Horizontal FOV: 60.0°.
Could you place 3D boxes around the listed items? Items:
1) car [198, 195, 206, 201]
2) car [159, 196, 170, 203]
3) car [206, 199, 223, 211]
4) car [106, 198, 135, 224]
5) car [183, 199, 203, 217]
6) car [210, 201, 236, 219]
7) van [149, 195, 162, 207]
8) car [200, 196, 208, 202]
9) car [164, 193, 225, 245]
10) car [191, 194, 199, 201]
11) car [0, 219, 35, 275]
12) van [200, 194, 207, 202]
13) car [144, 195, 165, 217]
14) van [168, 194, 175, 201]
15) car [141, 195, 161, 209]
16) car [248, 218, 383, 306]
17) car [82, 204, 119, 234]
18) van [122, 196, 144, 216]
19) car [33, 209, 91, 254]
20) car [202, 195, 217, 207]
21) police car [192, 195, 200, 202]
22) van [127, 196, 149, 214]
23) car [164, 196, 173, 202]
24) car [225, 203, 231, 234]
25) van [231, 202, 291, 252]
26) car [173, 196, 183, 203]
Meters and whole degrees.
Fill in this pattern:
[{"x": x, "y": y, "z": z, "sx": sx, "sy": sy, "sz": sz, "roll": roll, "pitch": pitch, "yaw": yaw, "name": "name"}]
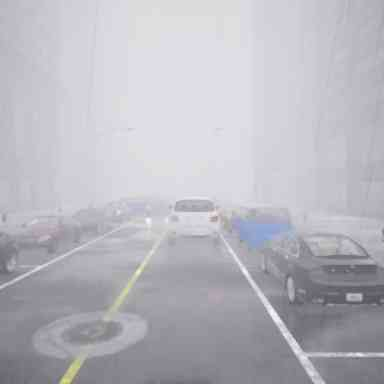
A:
[{"x": 2.746, "y": 1.545, "z": 92.378, "sx": 1.967, "sy": 1.590, "sz": 4.097, "roll": 0, "pitch": 0, "yaw": 0, "name": "car"}, {"x": -5.775, "y": 1.608, "z": 69.818, "sx": 1.887, "sy": 1.381, "sz": 4.507, "roll": 0, "pitch": 0, "yaw": 0, "name": "car"}, {"x": 2.754, "y": 1.571, "z": 41.651, "sx": 1.887, "sy": 1.381, "sz": 4.507, "roll": 0, "pitch": 0, "yaw": 0, "name": "car"}, {"x": -5.768, "y": 1.451, "z": 24.726, "sx": 1.967, "sy": 1.590, "sz": 4.097, "roll": 0, "pitch": 0, "yaw": 0, "name": "car"}, {"x": 0.093, "y": 1.522, "z": 32.216, "sx": 1.837, "sy": 1.490, "sz": 4.892, "roll": 0, "pitch": 0, "yaw": 0, "name": "car"}, {"x": 2.756, "y": 1.566, "z": 30.379, "sx": 2.008, "sy": 1.369, "sz": 4.403, "roll": 0, "pitch": 0, "yaw": 0, "name": "car"}, {"x": -5.773, "y": 1.380, "z": 52.908, "sx": 1.690, "sy": 1.788, "sz": 3.998, "roll": 0, "pitch": 0, "yaw": 0, "name": "van"}, {"x": 2.748, "y": 1.599, "z": 75.639, "sx": 1.752, "sy": 1.417, "sz": 4.829, "roll": 0, "pitch": 0, "yaw": 0, "name": "car"}, {"x": 0.095, "y": 1.226, "z": 15.636, "sx": 2.150, "sy": 2.045, "sz": 5.566, "roll": 0, "pitch": 0, "yaw": 0, "name": "car"}, {"x": 0.758, "y": 1.456, "z": 92.370, "sx": 2.097, "sy": 1.767, "sz": 4.553, "roll": 0, "pitch": 0, "yaw": -2, "name": "car"}, {"x": -5.765, "y": 1.567, "z": 7.815, "sx": 1.947, "sy": 1.339, "sz": 4.313, "roll": 0, "pitch": 0, "yaw": 0, "name": "car"}, {"x": 2.747, "y": 1.425, "z": 81.105, "sx": 1.690, "sy": 1.788, "sz": 3.998, "roll": 0, "pitch": 0, "yaw": 0, "name": "van"}, {"x": -3.102, "y": 1.368, "z": 31.527, "sx": 2.097, "sy": 1.767, "sz": 4.553, "roll": 0, "pitch": 0, "yaw": 0, "name": "car"}, {"x": -5.780, "y": 1.445, "z": 92.365, "sx": 1.690, "sy": 1.788, "sz": 3.998, "roll": 0, "pitch": 0, "yaw": 0, "name": "van"}, {"x": -5.772, "y": 1.347, "z": 47.271, "sx": 2.192, "sy": 1.841, "sz": 5.009, "roll": 0, "pitch": 0, "yaw": 0, "name": "car"}, {"x": 2.760, "y": 1.553, "z": 7.834, "sx": 2.008, "sy": 1.369, "sz": 4.403, "roll": 0, "pitch": 0, "yaw": 0, "name": "car"}, {"x": -5.767, "y": 1.573, "z": 19.089, "sx": 1.947, "sy": 1.339, "sz": 4.313, "roll": 0, "pitch": 0, "yaw": 0, "name": "car"}, {"x": -5.769, "y": 1.356, "z": 30.362, "sx": 1.690, "sy": 1.788, "sz": 3.998, "roll": 0, "pitch": 0, "yaw": 0, "name": "van"}, {"x": -5.766, "y": 1.586, "z": 13.453, "sx": 1.802, "sy": 1.307, "sz": 4.206, "roll": 0, "pitch": 0, "yaw": 0, "name": "car"}, {"x": 2.752, "y": 1.354, "z": 52.924, "sx": 2.192, "sy": 1.841, "sz": 5.009, "roll": 0, "pitch": 0, "yaw": 0, "name": "car"}, {"x": 0.887, "y": 1.512, "z": 82.530, "sx": 1.930, "sy": 1.638, "sz": 5.238, "roll": 0, "pitch": 0, "yaw": 0, "name": "police car"}, {"x": -5.770, "y": 1.361, "z": 35.999, "sx": 1.690, "sy": 1.788, "sz": 3.998, "roll": 0, "pitch": 0, "yaw": 0, "name": "van"}, {"x": -5.777, "y": 1.649, "z": 81.091, "sx": 1.947, "sy": 1.339, "sz": 4.313, "roll": 0, "pitch": 0, "yaw": 0, "name": "car"}, {"x": 2.758, "y": 1.558, "z": 19.107, "sx": 2.008, "sy": 1.369, "sz": 4.403, "roll": 0, "pitch": 0, "yaw": 0, "name": "car"}, {"x": 2.759, "y": 1.345, "z": 13.470, "sx": 1.690, "sy": 1.788, "sz": 3.998, "roll": 0, "pitch": 0, "yaw": 0, "name": "van"}, {"x": -3.011, "y": 1.546, "z": 71.985, "sx": 1.812, "sy": 1.442, "sz": 4.674, "roll": 0, "pitch": 0, "yaw": 0, "name": "car"}]
